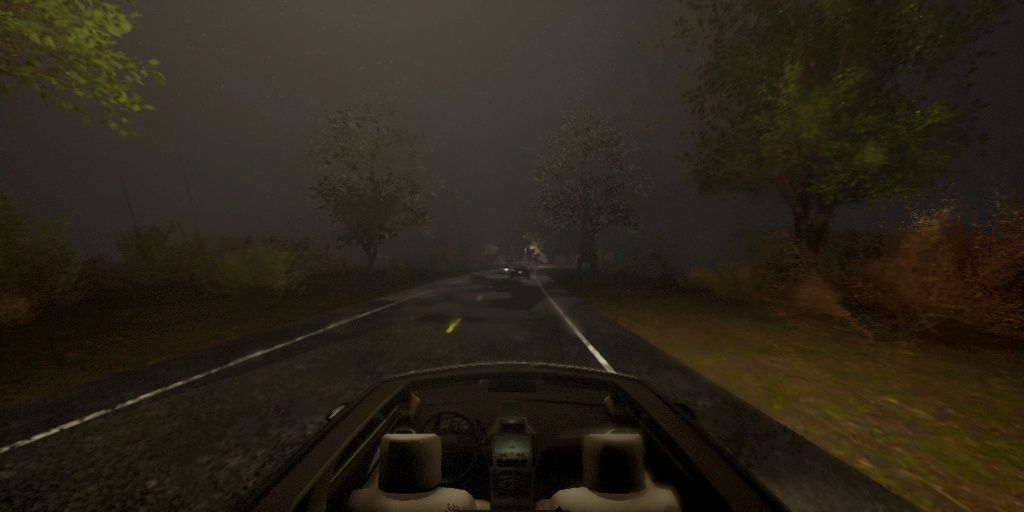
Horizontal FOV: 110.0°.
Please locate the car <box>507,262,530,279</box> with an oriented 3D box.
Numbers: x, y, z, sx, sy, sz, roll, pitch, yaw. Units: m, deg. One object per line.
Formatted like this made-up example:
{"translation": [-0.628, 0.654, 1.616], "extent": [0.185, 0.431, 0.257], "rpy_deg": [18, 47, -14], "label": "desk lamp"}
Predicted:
{"translation": [0.870, 1.586, 37.378], "extent": [1.994, 1.385, 4.181], "rpy_deg": [0, -1, 2], "label": "car"}
